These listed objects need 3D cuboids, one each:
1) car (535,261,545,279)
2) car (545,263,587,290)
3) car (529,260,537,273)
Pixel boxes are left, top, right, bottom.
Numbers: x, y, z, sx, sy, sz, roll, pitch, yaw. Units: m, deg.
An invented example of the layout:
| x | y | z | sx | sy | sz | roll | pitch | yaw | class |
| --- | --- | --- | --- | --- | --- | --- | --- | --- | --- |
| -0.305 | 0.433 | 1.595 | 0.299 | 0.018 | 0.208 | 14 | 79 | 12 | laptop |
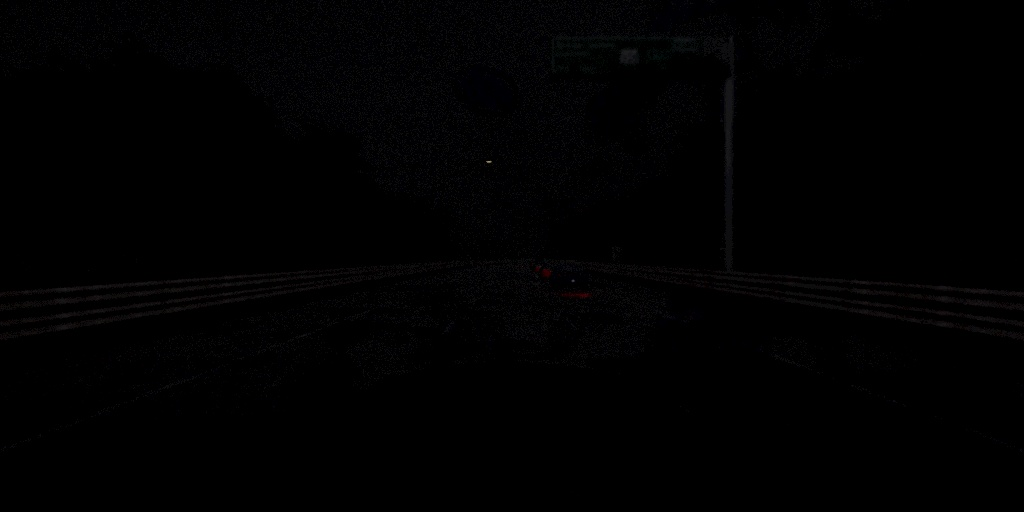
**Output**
| x | y | z | sx | sy | sz | roll | pitch | yaw | class |
| --- | --- | --- | --- | --- | --- | --- | --- | --- | --- |
| 3.517 | 1.386 | 33.886 | 1.994 | 1.385 | 4.181 | 0 | 0 | 0 | car |
| 3.496 | 1.261 | 22.945 | 1.882 | 1.535 | 5.008 | 0 | 0 | 0 | car |
| 3.487 | 1.440 | 45.190 | 1.994 | 1.385 | 4.181 | 0 | 0 | -6 | car |
